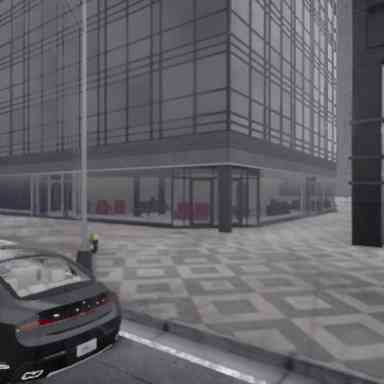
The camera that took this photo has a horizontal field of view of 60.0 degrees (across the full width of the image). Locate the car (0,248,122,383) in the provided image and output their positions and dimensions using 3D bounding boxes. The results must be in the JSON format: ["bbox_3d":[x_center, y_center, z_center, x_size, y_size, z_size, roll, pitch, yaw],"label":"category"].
[{"bbox_3d":[-2.985,1.545,5.085,4.403,1.369,2.008,0,0,35],"label":"car"}]
